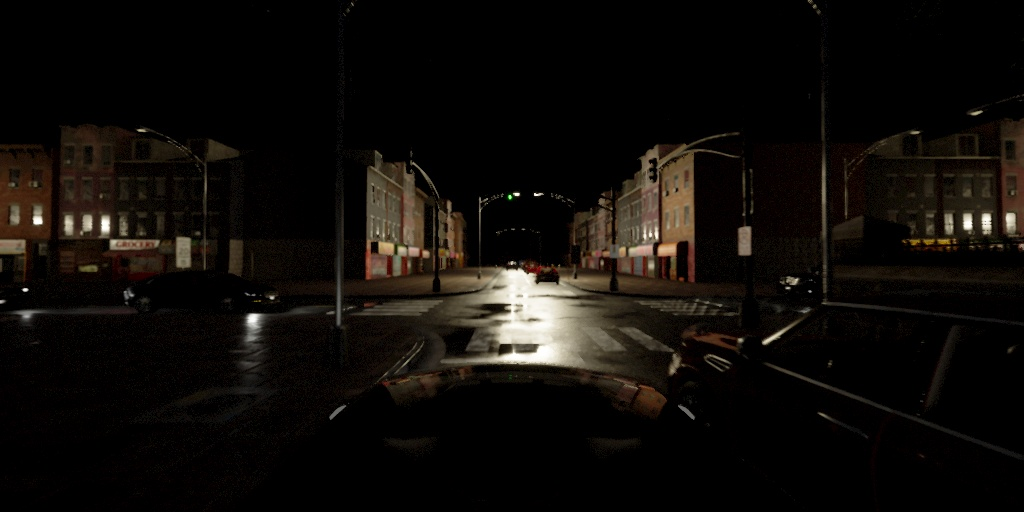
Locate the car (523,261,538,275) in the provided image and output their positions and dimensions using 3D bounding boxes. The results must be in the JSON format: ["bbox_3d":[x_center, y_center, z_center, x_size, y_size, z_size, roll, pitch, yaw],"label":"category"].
[{"bbox_3d":[2.644,1.627,44.472,1.888,1.381,4.507,0,0,0],"label":"car"}]

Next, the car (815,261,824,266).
[{"bbox_3d":[15.330,1.117,16.361,5.566,2.045,2.150,0,-1,0],"label":"car"}]

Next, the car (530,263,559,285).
[{"bbox_3d":[2.642,1.490,28.162,1.888,1.381,4.507,0,0,0],"label":"car"}]

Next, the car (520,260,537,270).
[{"bbox_3d":[2.645,1.445,49.909,2.192,1.841,5.009,0,0,0],"label":"car"}]

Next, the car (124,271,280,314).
[{"bbox_3d":[-11.324,1.302,13.313,4.892,1.490,1.837,0,-1,0],"label":"car"}]

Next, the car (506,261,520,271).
[{"bbox_3d":[0.017,1.698,58.107,2.128,1.511,4.902,0,-1,0],"label":"car"}]

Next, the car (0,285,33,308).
[{"bbox_3d":[-21.139,1.386,13.279,4.718,1.301,1.895,0,-1,0],"label":"car"}]

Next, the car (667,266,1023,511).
[{"bbox_3d":[2.639,1.065,1.733,2.192,1.841,5.009,0,0,0],"label":"car"}]
